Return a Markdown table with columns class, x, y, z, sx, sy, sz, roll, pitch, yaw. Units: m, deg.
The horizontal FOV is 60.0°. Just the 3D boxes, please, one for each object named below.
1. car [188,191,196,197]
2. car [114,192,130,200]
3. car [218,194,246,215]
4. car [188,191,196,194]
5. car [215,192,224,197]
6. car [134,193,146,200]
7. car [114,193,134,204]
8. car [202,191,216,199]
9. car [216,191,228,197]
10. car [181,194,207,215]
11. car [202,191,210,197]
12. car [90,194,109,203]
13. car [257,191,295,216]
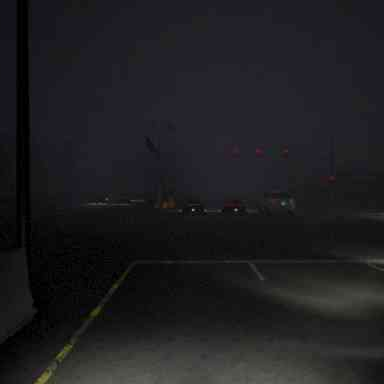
| class | x | y | z | sx | sy | sz | roll | pitch | yaw |
| --- | --- | --- | --- | --- | --- | --- | --- | --- | --- |
| car | -0.005 | 0.524 | 84.145 | 1.994 | 1.385 | 4.181 | 0 | 1 | 0 |
| car | -14.004 | 0.812 | 66.930 | 2.033 | 1.411 | 5.357 | 0 | 1 | 0 |
| car | 3.596 | 1.186 | 29.491 | 1.837 | 1.490 | 4.892 | 0 | 1 | 0 |
| car | -0.004 | 0.744 | 74.109 | 1.994 | 1.385 | 4.181 | 0 | 1 | 0 |
| car | 6.995 | 0.566 | 84.176 | 1.895 | 1.301 | 4.718 | 0 | 1 | 0 |
| car | -10.507 | 0.869 | 66.848 | 1.895 | 1.301 | 4.718 | 0 | 1 | 0 |
| car | -10.568 | 0.927 | 50.673 | 1.882 | 1.535 | 5.008 | 0 | 0 | 0 |
| car | 3.496 | 0.710 | 73.727 | 2.128 | 1.511 | 4.902 | 0 | 1 | 0 |
| car | 6.996 | 0.535 | 74.945 | 2.097 | 1.767 | 4.553 | 0 | 1 | 0 |
| car | 0.096 | 1.184 | 29.661 | 1.837 | 1.490 | 4.892 | 0 | 1 | 0 |
| car | 3.495 | 0.449 | 84.144 | 1.882 | 1.535 | 5.008 | 0 | 1 | 0 |
| car | -14.067 | 1.012 | 50.796 | 1.994 | 1.385 | 4.181 | 0 | 1 | 0 |
| car | 7.097 | 0.914 | 28.484 | 2.150 | 2.045 | 5.566 | 0 | 1 | 0 |
